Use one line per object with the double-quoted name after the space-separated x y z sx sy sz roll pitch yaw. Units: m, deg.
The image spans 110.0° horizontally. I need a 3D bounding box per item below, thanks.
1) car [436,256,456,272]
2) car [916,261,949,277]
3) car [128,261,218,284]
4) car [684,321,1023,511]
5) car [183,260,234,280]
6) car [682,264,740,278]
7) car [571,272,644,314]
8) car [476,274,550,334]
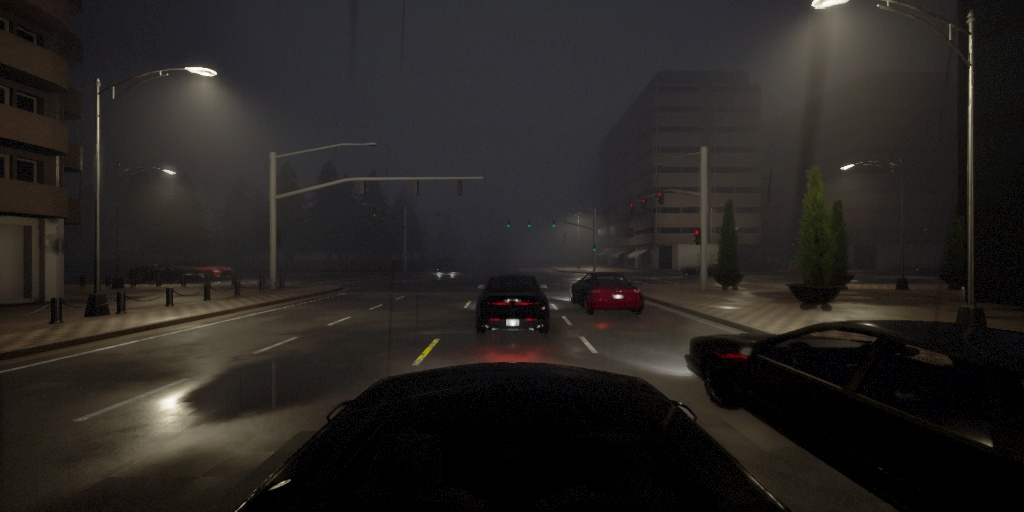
-8.334 1.087 45.404 2.150 2.045 5.566 0 1 -9 "car"
42.033 1.406 34.522 4.718 1.301 1.895 0 0 0 "car"
-25.344 1.297 26.561 4.902 1.511 2.128 0 0 -1 "car"
3.595 1.298 3.063 2.033 1.411 5.357 0 0 0 "car"
-26.075 1.157 30.053 4.553 1.767 2.097 0 0 -1 "car"
18.909 1.406 34.275 4.718 1.301 1.895 0 0 -1 "car"
3.511 1.314 13.865 1.994 1.385 4.181 0 0 0 "car"
0.018 1.256 10.584 1.837 1.490 4.892 0 0 0 "car"
